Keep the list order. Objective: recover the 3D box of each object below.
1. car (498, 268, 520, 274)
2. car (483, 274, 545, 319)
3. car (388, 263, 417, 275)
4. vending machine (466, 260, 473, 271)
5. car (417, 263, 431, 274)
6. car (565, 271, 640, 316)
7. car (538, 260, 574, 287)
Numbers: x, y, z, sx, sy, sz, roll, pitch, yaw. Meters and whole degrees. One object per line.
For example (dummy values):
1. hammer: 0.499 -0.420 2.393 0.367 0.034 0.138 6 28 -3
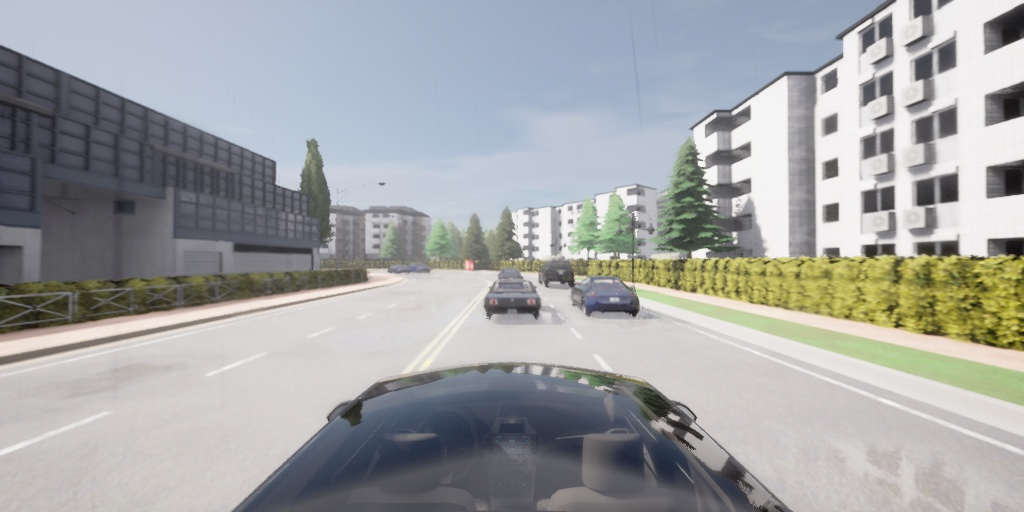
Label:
1. car: -0.222 1.685 29.366 1.994 1.385 4.181 0 -1 -3
2. car: 0.034 1.509 13.552 1.895 1.301 4.718 0 -1 0
3. car: -16.436 1.980 52.609 2.033 1.411 5.357 1 -1 -40
4. vending machine: -7.635 1.788 64.602 1.100 2.100 0.880 0 0 -44
5. car: -14.282 1.820 55.340 2.097 1.767 4.553 1 -1 -41
6. car: 3.542 1.483 14.309 1.994 1.385 4.181 0 -1 1
7. car: 3.373 1.326 28.073 2.150 2.045 5.566 0 -1 -3
